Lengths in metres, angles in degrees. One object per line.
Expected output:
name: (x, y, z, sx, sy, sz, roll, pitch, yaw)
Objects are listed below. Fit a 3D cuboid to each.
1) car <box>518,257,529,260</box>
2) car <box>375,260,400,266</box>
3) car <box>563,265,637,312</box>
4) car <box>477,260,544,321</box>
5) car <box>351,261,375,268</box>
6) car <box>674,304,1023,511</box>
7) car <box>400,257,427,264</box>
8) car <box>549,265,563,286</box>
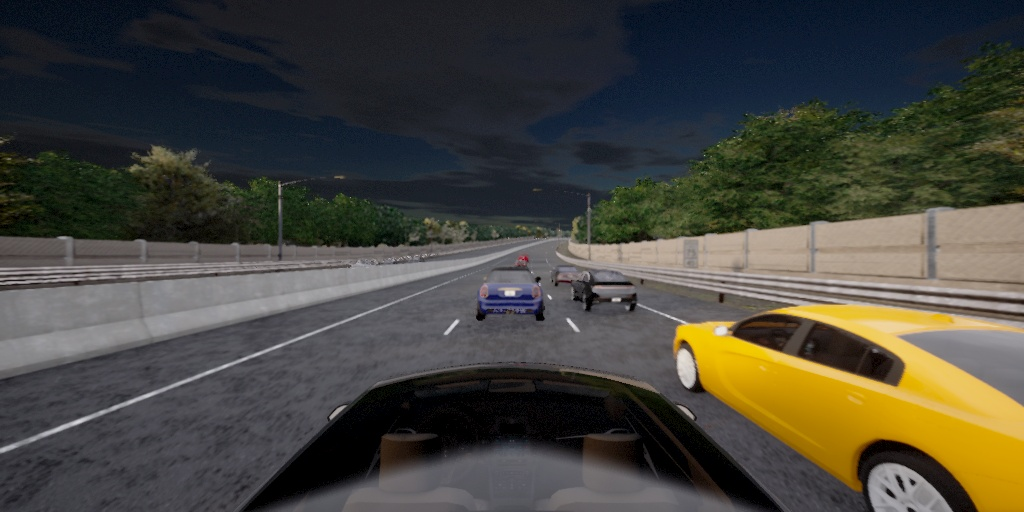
car: (1.329, 1.263, 55.192, 1.895, 1.301, 4.718, 0, 1, 3)
car: (-16.536, 1.249, 48.875, 1.994, 1.385, 4.181, 0, 0, 2)
car: (3.577, 1.293, 14.634, 2.128, 1.511, 4.902, 0, 0, 1)
car: (-0.009, 1.146, 12.905, 2.097, 1.767, 4.553, 0, 0, 1)
car: (-20.034, 1.342, 48.986, 1.895, 1.301, 4.718, 0, 0, 2)
car: (3.500, 1.241, 3.742, 1.882, 1.535, 5.008, 0, 0, 0)
car: (-13.038, 0.888, 48.726, 1.882, 1.535, 5.008, 0, 0, 2)
car: (3.757, 1.351, 25.523, 2.033, 1.411, 5.357, 0, 0, 1)
